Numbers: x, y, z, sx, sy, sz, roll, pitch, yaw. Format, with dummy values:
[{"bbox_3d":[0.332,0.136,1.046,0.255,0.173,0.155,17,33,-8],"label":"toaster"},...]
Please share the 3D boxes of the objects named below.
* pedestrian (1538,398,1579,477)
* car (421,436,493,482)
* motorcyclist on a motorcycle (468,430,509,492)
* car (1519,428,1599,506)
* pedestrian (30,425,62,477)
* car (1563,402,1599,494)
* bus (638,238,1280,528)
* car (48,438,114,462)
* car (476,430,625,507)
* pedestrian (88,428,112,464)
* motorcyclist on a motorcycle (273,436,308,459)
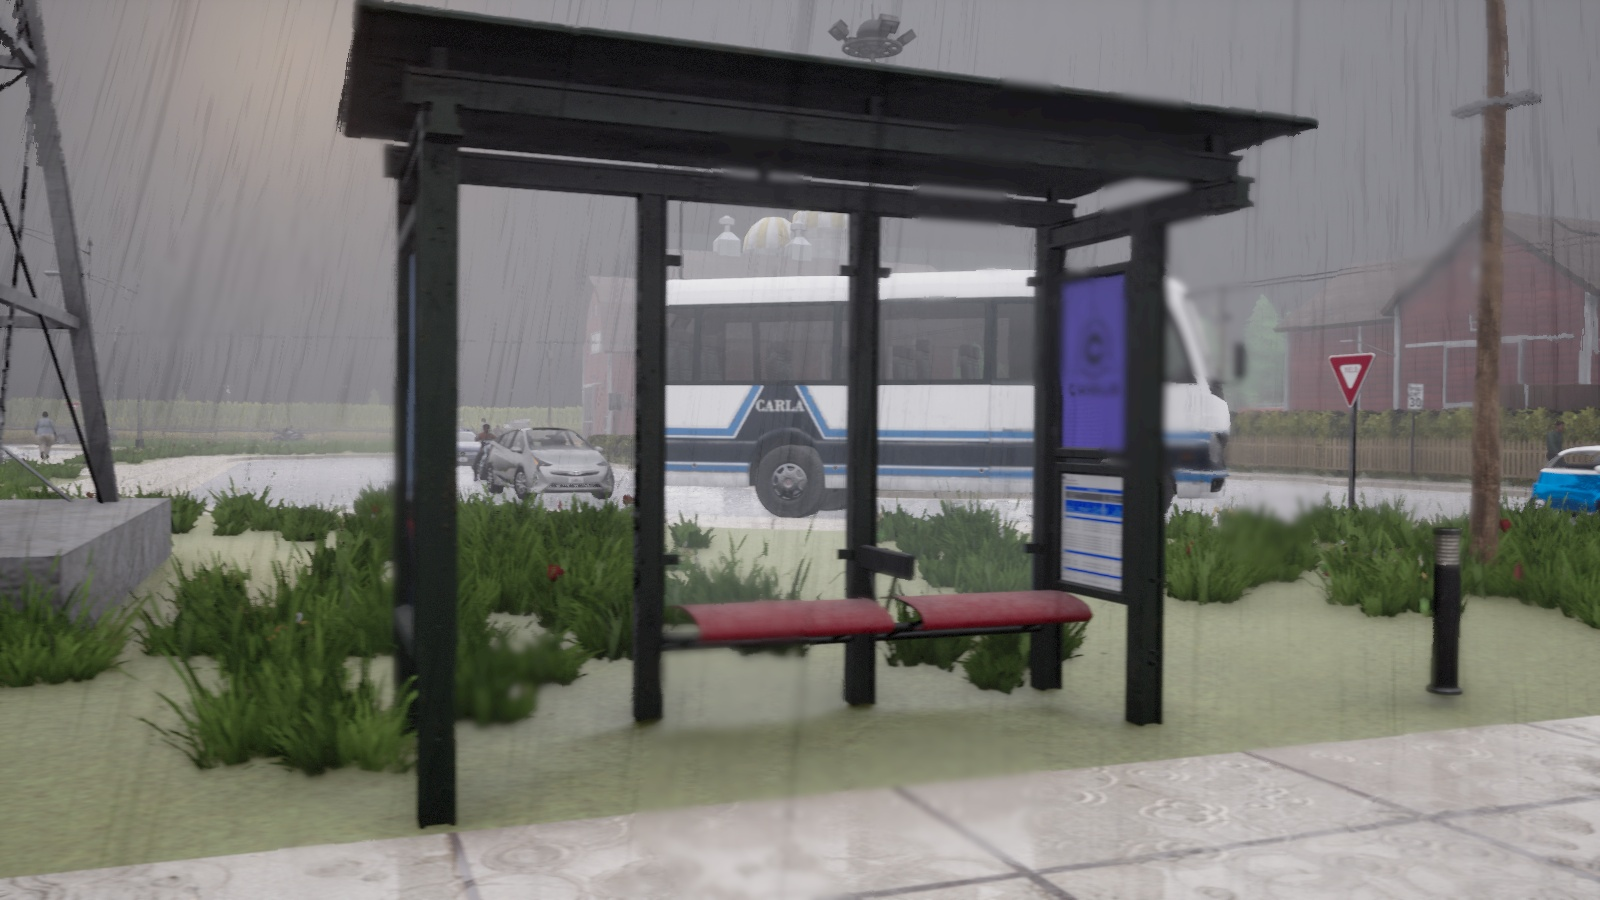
[{"bbox_3d":[19.106,-0.323,31.629,0.423,1.949,0.788,-1,1,-23],"label":"pedestrian"},{"bbox_3d":[-11.602,0.252,42.287,1.812,1.442,4.674,-1,1,-21],"label":"car"},{"bbox_3d":[-8.623,0.268,34.700,0.766,1.649,2.350,-1,1,-21],"label":"motorcyclist on a motorcycle"},{"bbox_3d":[14.530,0.285,22.691,1.481,1.376,2.207,-1,0,-21],"label":"car"},{"bbox_3d":[-27.607,0.020,45.971,0.874,1.855,0.900,-1,1,-24],"label":"pedestrian"},{"bbox_3d":[17.494,-0.045,24.723,1.905,1.878,3.866,-1,1,-21],"label":"car"},{"bbox_3d":[2.744,-0.984,21.864,10.273,4.253,3.944,0,1,18],"label":"bus"},{"bbox_3d":[-48.760,-0.022,85.260,3.633,1.501,1.845,-1,1,-21],"label":"car"},{"bbox_3d":[-5.574,0.347,27.581,2.007,1.525,4.514,-1,1,-27],"label":"car"},{"bbox_3d":[-36.815,-0.205,66.040,0.874,1.855,0.900,-2,1,-40],"label":"pedestrian"},{"bbox_3d":[-35.178,-0.196,86.733,2.191,1.530,0.866,-1,1,-21],"label":"motorcyclist on a motorcycle"}]
